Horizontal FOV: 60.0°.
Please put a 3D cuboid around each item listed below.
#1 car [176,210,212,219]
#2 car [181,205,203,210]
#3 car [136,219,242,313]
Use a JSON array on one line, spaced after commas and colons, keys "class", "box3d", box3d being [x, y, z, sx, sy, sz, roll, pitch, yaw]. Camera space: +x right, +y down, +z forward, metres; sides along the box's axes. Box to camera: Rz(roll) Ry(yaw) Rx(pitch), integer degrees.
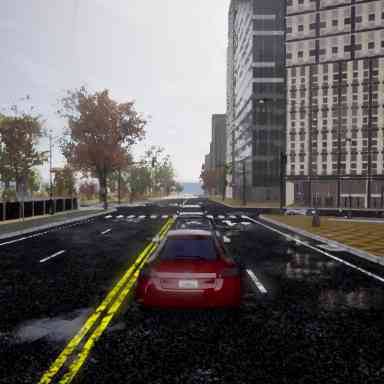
[{"class": "car", "box3d": [0.076, 1.597, 13.015, 1.895, 1.301, 4.718, 0, 0, 0]}, {"class": "car", "box3d": [-0.006, 1.544, 21.255, 2.033, 1.411, 5.357, 0, 0, 0]}, {"class": "car", "box3d": [-0.022, 1.561, 7.767, 1.994, 1.385, 4.181, 0, 0, 1]}]
